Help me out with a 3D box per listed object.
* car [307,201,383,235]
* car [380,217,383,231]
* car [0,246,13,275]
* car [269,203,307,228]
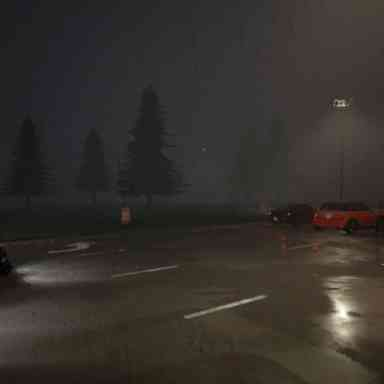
[{"bbox_3d":[8.891,1.308,18.682,4.553,1.767,2.097,0,0,-35],"label":"car"},{"bbox_3d":[7.346,1.450,8.981,5.008,1.535,1.882,0,0,-35],"label":"car"},{"bbox_3d":[-7.041,1.552,7.322,5.357,1.411,2.033,0,0,-35],"label":"car"},{"bbox_3d":[7.060,1.481,21.902,4.674,1.442,1.812,0,0,-35],"label":"car"}]
